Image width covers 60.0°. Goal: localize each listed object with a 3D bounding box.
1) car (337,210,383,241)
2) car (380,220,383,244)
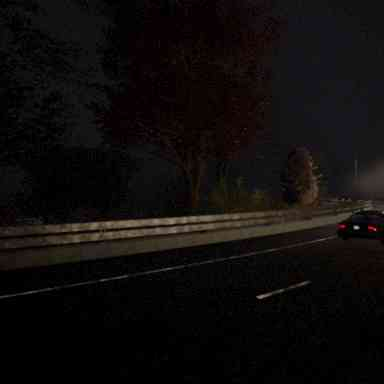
[{"bbox_3d":[8.892,1.599,16.220,2.033,1.411,5.357,-1,0,45],"label":"car"},{"bbox_3d":[8.116,1.572,10.625,5.357,1.411,2.033,0,0,-43],"label":"car"}]
